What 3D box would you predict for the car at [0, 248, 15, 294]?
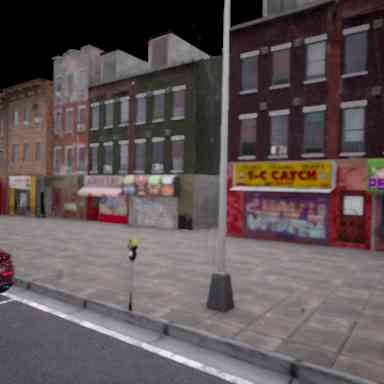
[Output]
[{"bbox_3d":[-5.704,1.476,7.344,4.674,1.442,1.812,0,0,35],"label":"car"}]
